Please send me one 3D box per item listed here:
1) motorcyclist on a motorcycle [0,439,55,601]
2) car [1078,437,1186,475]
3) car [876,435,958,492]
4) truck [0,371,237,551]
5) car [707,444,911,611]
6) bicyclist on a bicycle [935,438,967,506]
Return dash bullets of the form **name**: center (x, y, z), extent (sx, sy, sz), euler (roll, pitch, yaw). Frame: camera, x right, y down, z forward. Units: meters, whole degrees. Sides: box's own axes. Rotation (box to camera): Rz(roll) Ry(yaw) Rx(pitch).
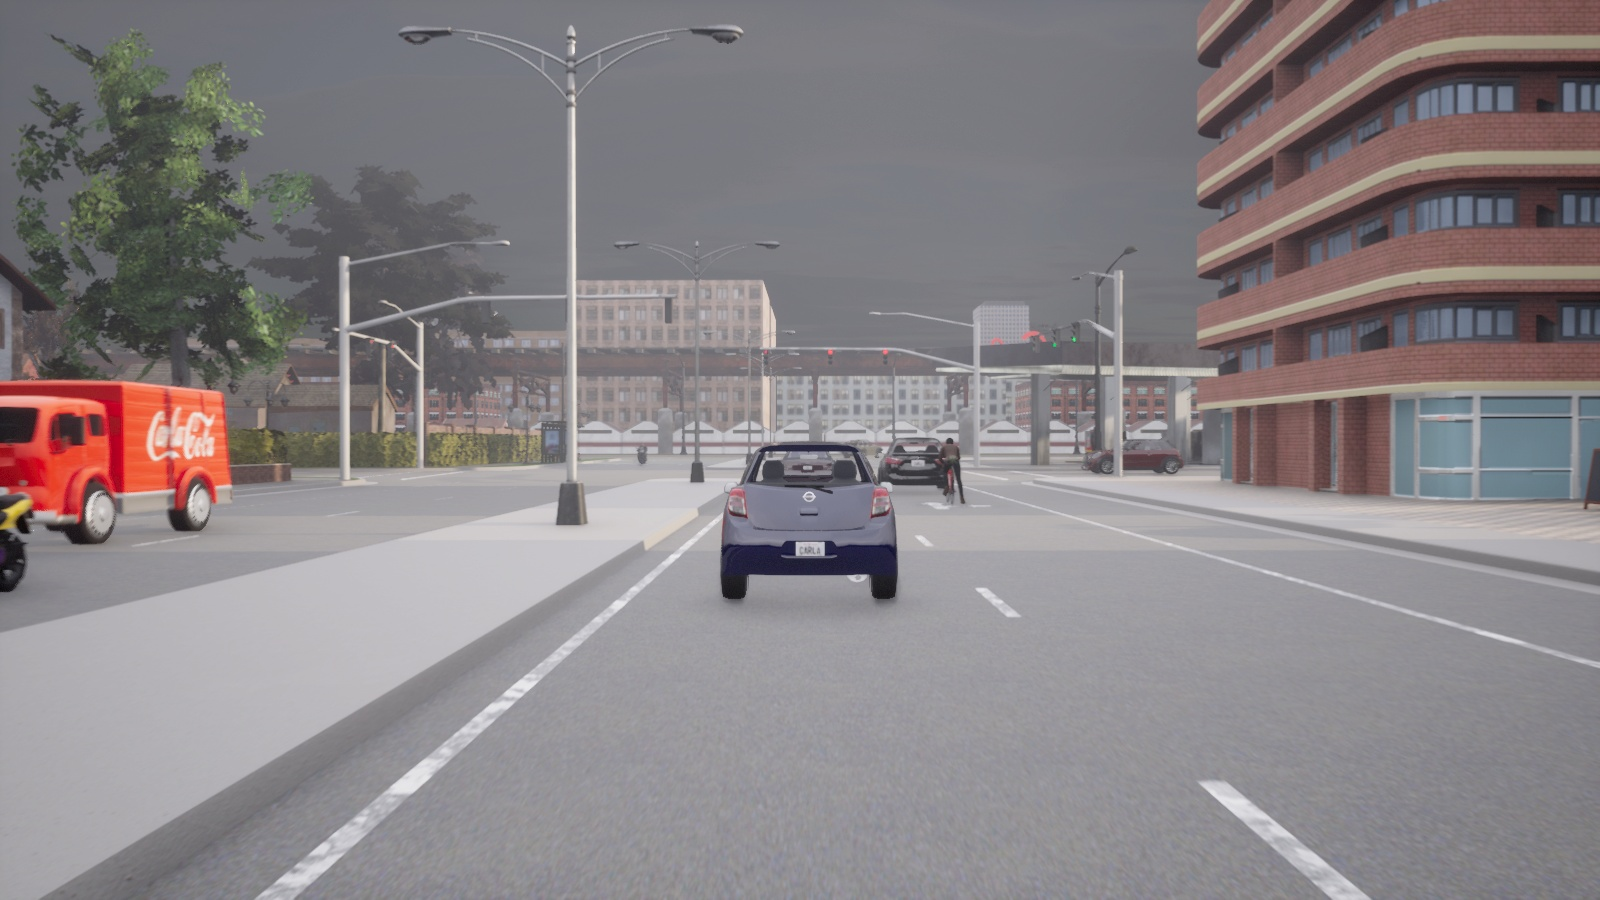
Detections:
- **motorcyclist on a motorcycle**: center (-7.919, 0.657, 11.639), extent (0.797, 1.523, 2.044), euler (0, 0, 0)
- **car**: center (15.699, 0.282, 59.509), extent (4.553, 1.767, 2.097), euler (0, 0, -1)
- **car**: center (3.580, 0.373, 39.195), extent (2.242, 1.667, 4.611), euler (0, 0, 2)
- **truck**: center (-11.372, 0.139, 19.818), extent (2.627, 2.467, 5.204), euler (0, 0, 0)
- **car**: center (0.090, 0.686, 13.141), extent (1.845, 1.501, 3.633), euler (0, 0, 0)
- **bicyclist on a bicycle**: center (3.686, 0.527, 30.781), extent (0.582, 1.620, 1.656), euler (1, 0, 0)
